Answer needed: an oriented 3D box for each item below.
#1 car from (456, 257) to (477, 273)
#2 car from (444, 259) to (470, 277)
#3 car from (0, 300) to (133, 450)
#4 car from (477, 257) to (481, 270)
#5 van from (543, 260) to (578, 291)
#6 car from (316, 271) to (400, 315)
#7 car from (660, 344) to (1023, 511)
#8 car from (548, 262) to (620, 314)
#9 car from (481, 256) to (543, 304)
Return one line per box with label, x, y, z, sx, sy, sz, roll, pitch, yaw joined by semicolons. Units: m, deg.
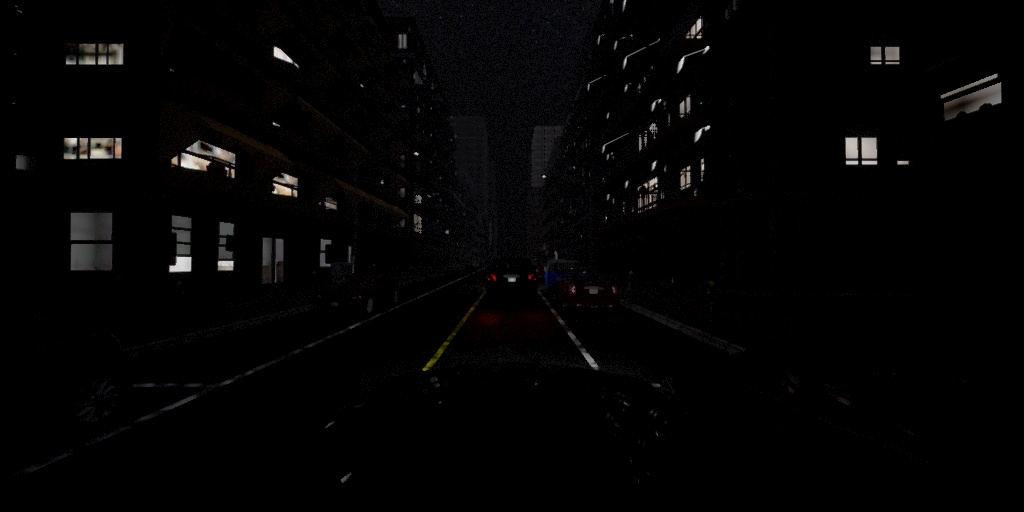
car;-5.690;1.073;41.431;2.192;1.841;5.009;0;0;0
car;-5.690;1.308;35.891;2.007;1.370;4.403;0;0;0
car;-5.690;1.189;2.647;1.967;1.591;4.097;0;0;0
car;-5.690;1.283;52.343;1.751;1.417;4.829;0;0;0
van;2.692;1.095;19.320;1.690;1.789;3.998;0;0;0
car;-5.690;1.297;13.728;1.888;1.381;4.507;0;0;0
car;2.692;1.315;2.698;1.948;1.339;4.313;0;0;0
car;2.692;1.192;13.780;1.967;1.591;4.097;0;0;0
car;0.000;1.012;16.534;2.150;2.045;5.566;0;0;0
